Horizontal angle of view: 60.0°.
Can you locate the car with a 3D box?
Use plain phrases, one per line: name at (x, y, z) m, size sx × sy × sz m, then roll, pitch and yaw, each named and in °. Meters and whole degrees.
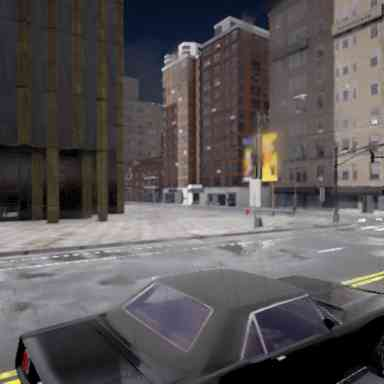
car at (0.686, 1.628, 3.930) m, size 4.718 × 1.301 × 1.895 m, roll 1°, pitch 0°, yaw -36°
